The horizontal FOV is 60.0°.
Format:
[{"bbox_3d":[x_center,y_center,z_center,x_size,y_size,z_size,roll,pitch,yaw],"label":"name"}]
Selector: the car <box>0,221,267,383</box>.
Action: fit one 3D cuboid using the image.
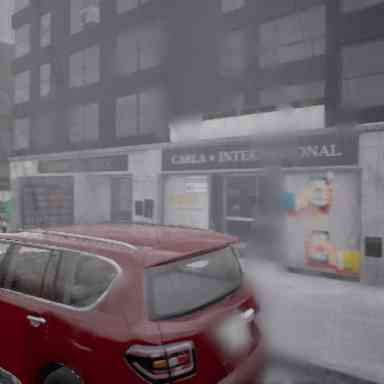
[{"bbox_3d":[-1.555,1.306,4.176,5.009,1.841,2.192,0,1,35],"label":"car"}]
